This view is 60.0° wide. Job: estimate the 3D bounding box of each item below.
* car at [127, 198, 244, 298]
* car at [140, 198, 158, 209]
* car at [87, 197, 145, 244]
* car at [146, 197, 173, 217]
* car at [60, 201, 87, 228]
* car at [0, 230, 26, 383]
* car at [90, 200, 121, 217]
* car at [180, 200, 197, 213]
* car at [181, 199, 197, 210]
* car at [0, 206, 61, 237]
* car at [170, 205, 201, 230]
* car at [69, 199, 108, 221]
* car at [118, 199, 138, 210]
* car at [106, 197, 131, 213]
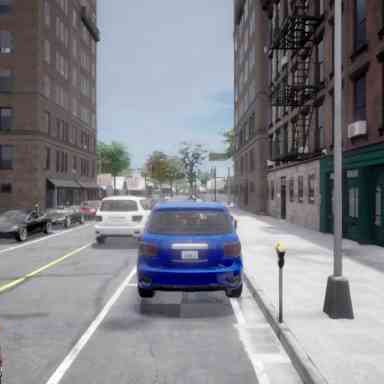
[{"bbox_3d":[-0.039,1.228,8.680,2.150,2.045,5.566,0,0,0],"label":"car"},{"bbox_3d":[-5.798,1.545,45.654,1.812,1.442,4.674,0,0,1],"label":"car"},{"bbox_3d":[-3.008,1.225,16.048,2.150,2.045,5.566,0,0,0],"label":"car"},{"bbox_3d":[-2.999,1.360,31.913,2.097,1.767,4.553,0,0,0],"label":"car"},{"bbox_3d":[-8.408,1.553,21.869,2.008,1.369,4.403,0,0,0],"label":"car"},{"bbox_3d":[-3.020,1.351,1.621,2.097,1.767,4.553,0,0,0],"label":"car"},{"bbox_3d":[-8.408,1.535,32.737,1.752,1.417,4.829,0,0,0],"label":"car"},{"bbox_3d":[-0.383,1.596,38.428,1.802,1.307,4.206,0,0,0],"label":"car"},{"bbox_3d":[-0.383,1.584,43.946,1.947,1.339,4.313,0,0,0],"label":"car"},{"bbox_3d":[-8.408,1.567,16.351,1.947,1.339,4.313,0,0,0],"label":"car"},{"bbox_3d":[-0.383,1.584,21.873,1.802,1.307,4.206,0,0,0],"label":"car"},{"bbox_3d":[-8.408,1.446,27.388,1.967,1.590,4.097,0,0,0],"label":"car"},{"bbox_3d":[-8.408,1.600,43.945,1.802,1.307,4.206,0,0,0],"label":"car"},{"bbox_3d":[-8.408,1.454,38.426,1.967,1.590,4.097,0,0,0],"label":"car"}]
